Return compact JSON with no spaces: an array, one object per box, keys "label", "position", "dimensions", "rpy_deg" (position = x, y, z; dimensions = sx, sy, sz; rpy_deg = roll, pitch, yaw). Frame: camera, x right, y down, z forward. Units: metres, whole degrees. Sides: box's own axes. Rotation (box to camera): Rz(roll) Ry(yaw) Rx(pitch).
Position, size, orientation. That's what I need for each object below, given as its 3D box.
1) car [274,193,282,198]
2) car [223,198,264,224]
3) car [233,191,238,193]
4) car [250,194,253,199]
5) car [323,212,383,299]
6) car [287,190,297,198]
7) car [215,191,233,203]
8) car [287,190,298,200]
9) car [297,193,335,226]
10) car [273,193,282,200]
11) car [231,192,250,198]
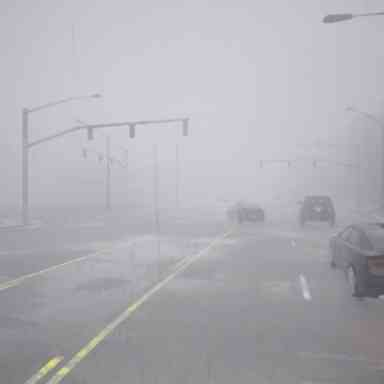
[{"label":"car","position":[22.710,0.874,87.865],"dimensions":[2.033,1.411,5.357],"rpy_deg":[0,0,15]},{"label":"car","position":[3.981,1.528,25.518],"dimensions":[1.882,1.535,5.008],"rpy_deg":[1,0,-7]},{"label":"car","position":[10.386,0.722,82.346],"dimensions":[2.150,2.045,5.566],"rpy_deg":[0,1,15]},{"label":"car","position":[13.795,1.037,81.544],"dimensions":[1.994,1.385,4.181],"rpy_deg":[0,1,15]},{"label":"car","position":[4.685,1.497,8.300],"dimensions":[1.882,1.535,5.008],"rpy_deg":[0,0,14]},{"label":"car","position":[26.100,0.553,86.997],"dimensions":[2.150,2.045,5.566],"rpy_deg":[0,0,15]},{"label":"car","position":[6.150,1.026,66.360],"dimensions":[2.150,2.045,5.566],"rpy_deg":[0,1,15]},{"label":"car","position":[23.431,0.774,76.916],"dimensions":[2.150,2.045,5.566],"rpy_deg":[0,1,15]},{"label":"car","position":[8.892,1.270,23.902],"dimensions":[2.150,2.045,5.566],"rpy_deg":[0,0,17]},{"label":"car","position":[20.157,1.147,78.220],"dimensions":[1.895,1.301,4.718],"rpy_deg":[0,1,15]},{"label":"car","position":[9.555,1.344,65.542],"dimensions":[2.033,1.411,5.357],"rpy_deg":[0,1,15]}]
